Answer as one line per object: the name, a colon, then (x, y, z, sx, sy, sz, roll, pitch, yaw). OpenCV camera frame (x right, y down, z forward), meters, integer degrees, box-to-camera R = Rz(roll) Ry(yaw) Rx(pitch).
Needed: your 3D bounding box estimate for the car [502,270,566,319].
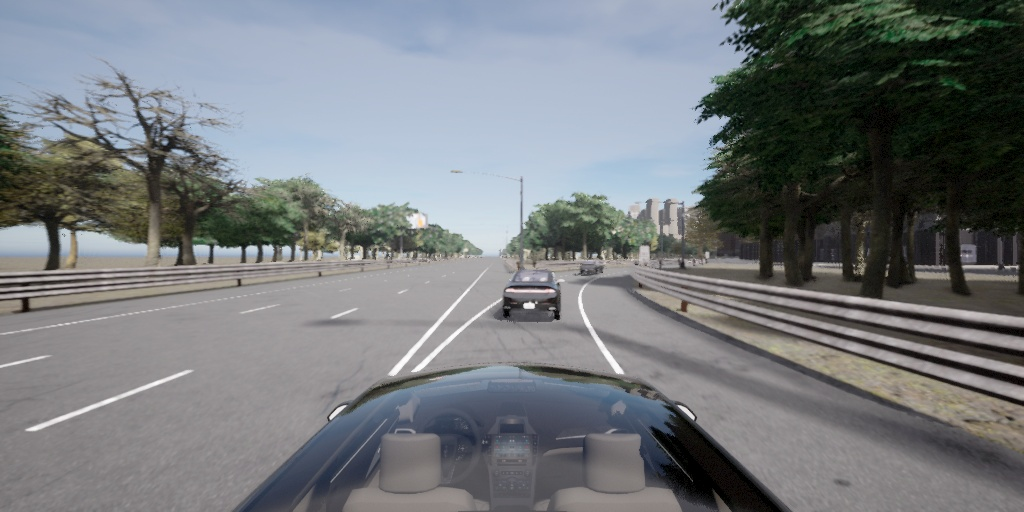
car: (0.850, 1.234, 12.829, 2.128, 1.511, 4.902, 0, 0, 8)

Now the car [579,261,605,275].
car: (8.657, 1.235, 38.524, 2.128, 1.511, 4.902, 0, 0, 26)
